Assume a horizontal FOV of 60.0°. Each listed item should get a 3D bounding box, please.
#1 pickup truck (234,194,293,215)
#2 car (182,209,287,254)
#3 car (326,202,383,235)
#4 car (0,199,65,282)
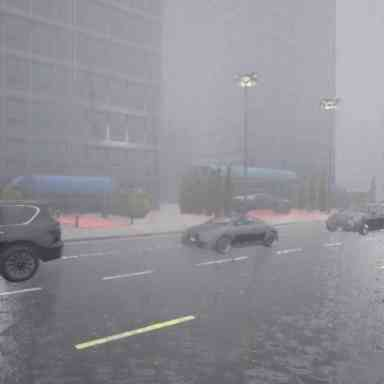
[{"bbox_3d":[6.907,1.209,33.500,6.274,2.098,2.390,0,0,-5],"label":"pickup truck"},{"bbox_3d":[1.651,1.619,13.764,4.181,1.385,1.994,0,0,-36],"label":"car"},{"bbox_3d":[9.971,1.471,19.679,4.553,1.767,2.097,0,0,-36],"label":"car"},{"bbox_3d":[-6.114,1.217,8.223,5.566,2.045,2.150,0,0,-36],"label":"car"}]
